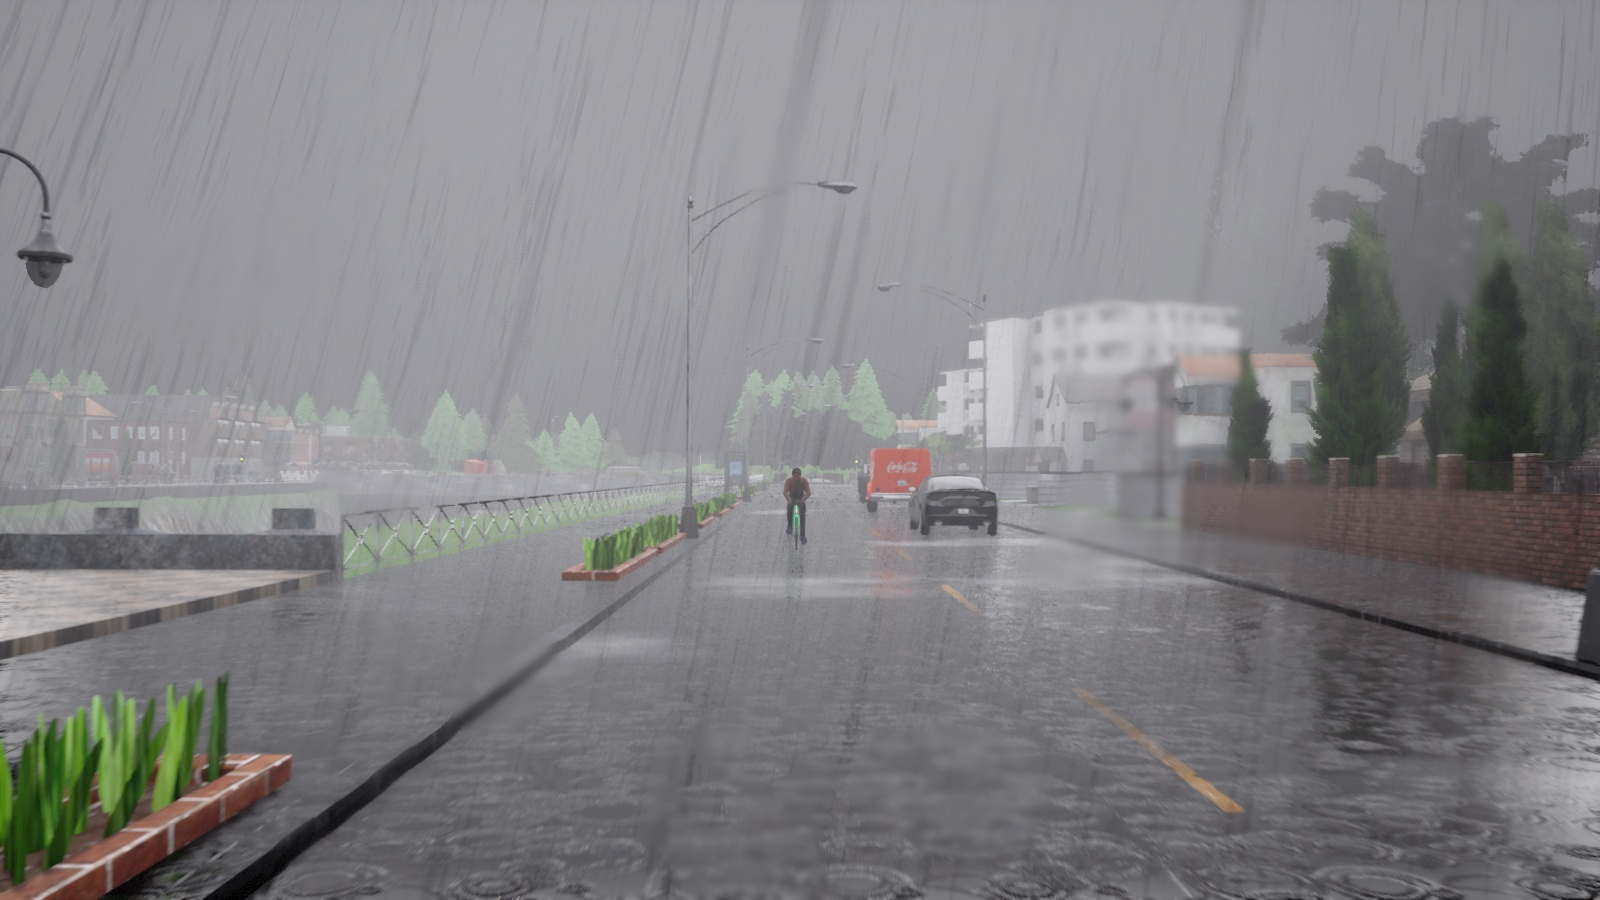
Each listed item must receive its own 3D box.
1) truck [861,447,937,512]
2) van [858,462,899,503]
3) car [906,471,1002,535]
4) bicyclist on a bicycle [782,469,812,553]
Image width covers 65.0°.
[{"bbox_3d":[3.880,1.154,50.272,2.627,2.467,5.204,0,-1,0],"label":"truck"},{"bbox_3d":[3.853,1.595,62.293,1.775,1.987,4.442,0,-1,0],"label":"van"},{"bbox_3d":[3.923,1.325,32.747,1.882,1.535,5.008,0,-1,0],"label":"car"},{"bbox_3d":[-0.059,1.187,25.024,0.582,1.620,1.656,0,-1,0],"label":"bicyclist on a bicycle"}]
